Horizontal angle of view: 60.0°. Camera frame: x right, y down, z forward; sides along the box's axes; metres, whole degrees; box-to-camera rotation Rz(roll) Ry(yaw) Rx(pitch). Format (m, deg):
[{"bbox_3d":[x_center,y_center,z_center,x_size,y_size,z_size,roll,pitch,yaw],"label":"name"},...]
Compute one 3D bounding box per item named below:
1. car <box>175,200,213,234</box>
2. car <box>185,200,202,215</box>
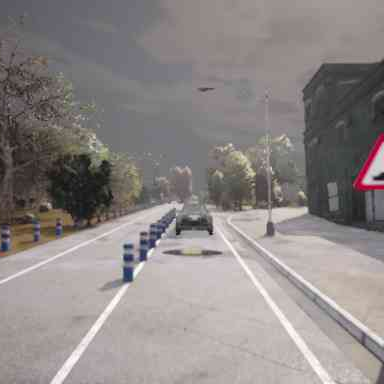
[{"bbox_3d":[0.133,1.478,20.072,2.097,1.767,4.553,0,0,0],"label":"car"},{"bbox_3d":[0.157,1.753,38.913,1.837,1.490,4.892,0,0,0],"label":"car"}]
